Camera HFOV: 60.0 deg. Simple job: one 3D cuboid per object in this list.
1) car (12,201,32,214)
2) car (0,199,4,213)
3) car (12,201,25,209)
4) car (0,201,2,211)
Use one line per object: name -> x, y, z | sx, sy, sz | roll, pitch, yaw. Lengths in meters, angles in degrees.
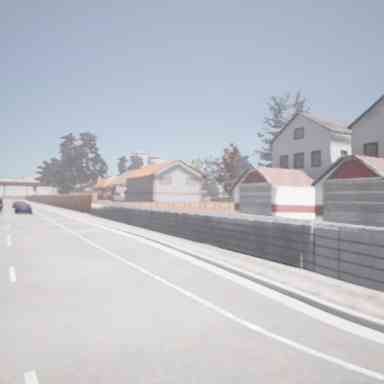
car -> -22.184, 2.121, 43.744 | 1.994, 1.385, 4.181 | 1, -1, -29
car -> -25.359, 1.988, 42.255 | 2.128, 1.511, 4.902 | 1, -1, -29
car -> -31.646, 2.276, 60.514 | 1.994, 1.385, 4.181 | 1, -1, -29
car -> -30.077, 2.162, 50.668 | 1.994, 1.385, 4.181 | 1, -1, -29
